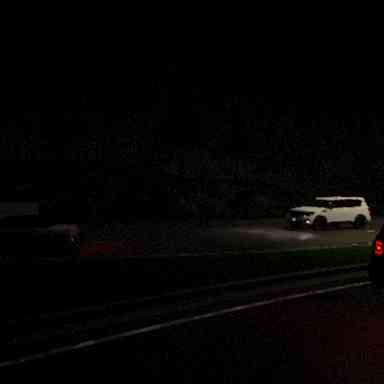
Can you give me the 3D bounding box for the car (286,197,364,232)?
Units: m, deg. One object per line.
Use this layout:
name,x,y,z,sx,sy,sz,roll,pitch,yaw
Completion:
car,8.732,1.329,21.215,5.566,2.045,2.150,0,0,-23

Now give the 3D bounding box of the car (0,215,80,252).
car,-6.934,1.571,12.898,4.718,1.301,1.895,0,0,-9

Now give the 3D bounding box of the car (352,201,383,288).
car,6.266,1.282,7.026,5.566,2.045,2.150,0,0,-27
